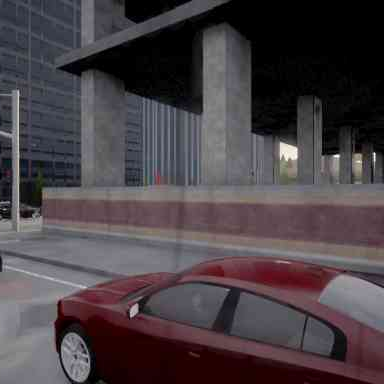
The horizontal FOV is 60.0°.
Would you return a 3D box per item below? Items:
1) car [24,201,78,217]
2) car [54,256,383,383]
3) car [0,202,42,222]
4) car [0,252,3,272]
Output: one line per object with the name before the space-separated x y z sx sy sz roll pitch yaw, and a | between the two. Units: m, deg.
car | -14.043 1.656 33.485 1.895 1.301 4.718 0 0 36
car | 0.502 1.478 3.632 5.008 1.535 1.882 0 0 35
car | -14.393 1.561 26.639 1.837 1.490 4.892 0 0 36
car | -6.845 1.564 8.819 4.181 1.385 1.994 0 0 36
